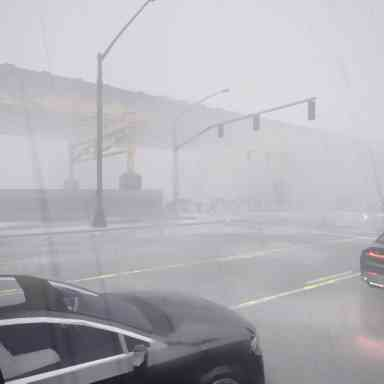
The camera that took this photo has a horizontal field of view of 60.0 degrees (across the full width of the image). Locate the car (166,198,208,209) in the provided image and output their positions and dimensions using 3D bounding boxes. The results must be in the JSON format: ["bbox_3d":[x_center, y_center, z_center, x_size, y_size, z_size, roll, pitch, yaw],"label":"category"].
[{"bbox_3d":[-0.542,1.295,38.049,4.536,1.218,1.853,0,0,8],"label":"car"}]

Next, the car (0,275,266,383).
[{"bbox_3d":[-1.495,1.491,2.688,4.902,1.511,2.128,0,0,-35],"label":"car"}]

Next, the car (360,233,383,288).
[{"bbox_3d":[5.937,1.505,7.970,4.892,1.490,1.837,0,0,-35],"label":"car"}]

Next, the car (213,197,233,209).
[{"bbox_3d":[3.263,1.453,40.715,2.038,1.542,4.974,0,0,18],"label":"car"}]

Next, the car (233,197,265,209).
[{"bbox_3d":[7.133,1.295,44.457,4.536,1.218,1.853,0,0,-7],"label":"car"}]

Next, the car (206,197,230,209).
[{"bbox_3d":[3.279,1.295,40.765,1.853,1.218,4.536,0,0,18],"label":"car"}]

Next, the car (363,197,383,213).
[{"bbox_3d":[20.566,1.352,36.290,4.553,1.767,2.097,0,0,-38],"label":"car"}]

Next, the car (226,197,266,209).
[{"bbox_3d":[7.185,1.452,44.463,4.974,1.542,2.038,0,0,-7],"label":"car"}]

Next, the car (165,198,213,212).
[{"bbox_3d":[-0.490,1.453,38.042,4.974,1.542,2.038,0,0,8],"label":"car"}]
